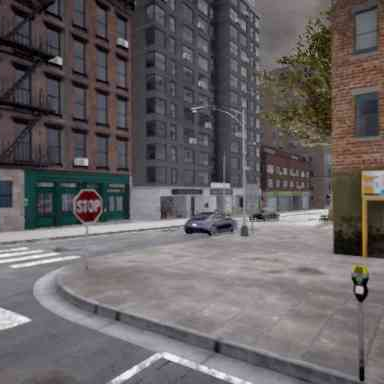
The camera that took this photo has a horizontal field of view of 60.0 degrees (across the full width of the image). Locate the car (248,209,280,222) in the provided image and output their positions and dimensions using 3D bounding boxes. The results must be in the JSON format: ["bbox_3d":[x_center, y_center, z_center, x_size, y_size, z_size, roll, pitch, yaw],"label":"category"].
[{"bbox_3d":[7.735,2.462,35.630,1.895,1.301,4.718,-1,-2,35],"label":"car"}]

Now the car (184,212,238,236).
[{"bbox_3d":[1.308,2.007,21.555,1.994,1.385,4.181,-1,-2,35],"label":"car"}]
